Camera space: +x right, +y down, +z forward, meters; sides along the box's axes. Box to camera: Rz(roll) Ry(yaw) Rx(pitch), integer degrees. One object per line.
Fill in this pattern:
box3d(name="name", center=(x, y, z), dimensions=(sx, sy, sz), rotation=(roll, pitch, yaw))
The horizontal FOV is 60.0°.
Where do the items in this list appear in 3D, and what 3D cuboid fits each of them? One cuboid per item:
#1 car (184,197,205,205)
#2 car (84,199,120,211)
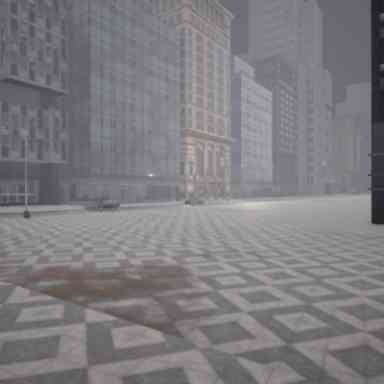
box3d(name="car", center=(0.448, 1.557, 56.611), dimensions=(1.994, 1.385, 4.181), rotation=(0, 0, 35))
box3d(name="car", center=(-10.970, 1.534, 40.739), dimensions=(1.812, 1.442, 4.674), rotation=(0, 0, 35))
